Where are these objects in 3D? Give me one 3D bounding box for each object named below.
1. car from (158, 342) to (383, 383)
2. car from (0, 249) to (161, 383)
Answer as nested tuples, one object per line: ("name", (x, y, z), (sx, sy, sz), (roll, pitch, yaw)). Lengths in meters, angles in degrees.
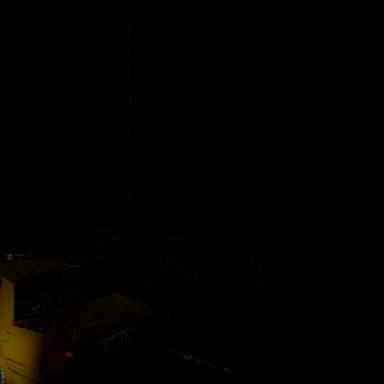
("car", (2.043, 1.582, 1.510), (4.206, 1.307, 1.802), (0, 0, 36))
("car", (-2.656, 1.524, 4.862), (4.829, 1.417, 1.752), (0, 0, 36))
